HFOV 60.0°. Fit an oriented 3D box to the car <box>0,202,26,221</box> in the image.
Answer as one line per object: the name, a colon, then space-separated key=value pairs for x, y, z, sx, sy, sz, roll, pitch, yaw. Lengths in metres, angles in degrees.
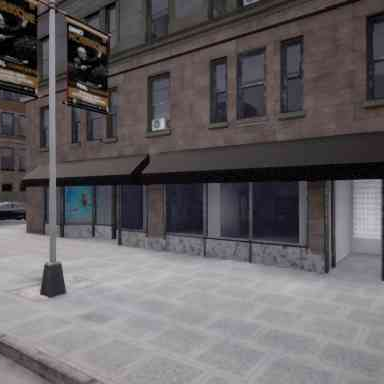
car: x=-14.202 y=1.543 z=25.269 sx=1.837 sy=1.490 sz=4.892 roll=0 pitch=0 yaw=37
